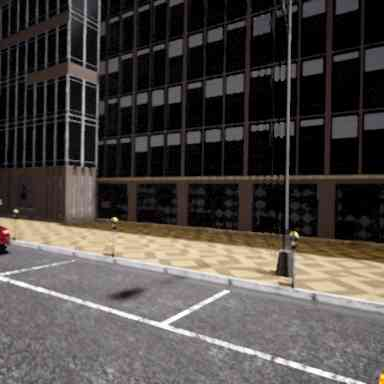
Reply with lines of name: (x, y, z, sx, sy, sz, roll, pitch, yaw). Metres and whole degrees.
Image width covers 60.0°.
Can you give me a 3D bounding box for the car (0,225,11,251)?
car: (-8.286, 1.460, 12.122, 4.206, 1.307, 1.802, 1, 0, 33)
